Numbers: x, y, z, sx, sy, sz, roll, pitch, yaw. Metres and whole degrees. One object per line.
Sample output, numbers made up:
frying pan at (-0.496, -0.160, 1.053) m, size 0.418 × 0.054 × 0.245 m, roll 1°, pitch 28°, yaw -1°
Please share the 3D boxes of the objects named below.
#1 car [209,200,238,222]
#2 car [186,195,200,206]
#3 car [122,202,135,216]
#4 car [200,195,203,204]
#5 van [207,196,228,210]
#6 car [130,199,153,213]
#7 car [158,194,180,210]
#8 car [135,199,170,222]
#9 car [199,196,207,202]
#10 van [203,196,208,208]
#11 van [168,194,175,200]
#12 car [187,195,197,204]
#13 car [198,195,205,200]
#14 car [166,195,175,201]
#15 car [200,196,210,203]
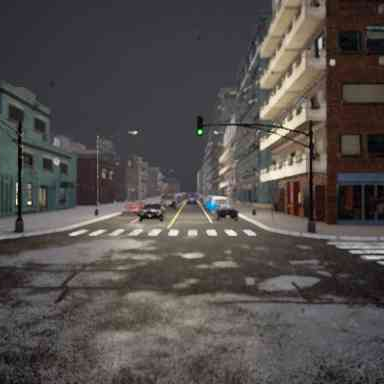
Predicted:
car at (2.695, 1.586, 26.904) m, size 2.008 × 1.369 × 4.403 m, roll 1°, pitch 0°, yaw 0°
car at (-0.015, 1.623, 56.770) m, size 1.994 × 1.385 × 4.181 m, roll 0°, pitch 0°, yaw 0°
car at (-5.688, 1.623, 32.446) m, size 1.802 × 1.307 × 4.206 m, roll 1°, pitch 0°, yaw 0°
car at (2.688, 1.584, 54.977) m, size 1.752 × 1.417 × 4.829 m, roll 1°, pitch 0°, yaw 0°
van at (2.696, 1.382, 32.484) m, size 1.690 × 1.788 × 3.998 m, roll 1°, pitch 0°, yaw 0°
car at (-5.688, 1.591, 38.027) m, size 1.887 × 1.381 × 4.507 m, roll 1°, pitch 0°, yaw 0°
car at (-3.080, 1.273, 43.299) m, size 2.150 × 2.045 × 5.566 m, roll 0°, pitch 0°, yaw 0°
car at (-3.100, 1.540, 26.810) m, size 1.837 × 1.490 × 4.892 m, roll 0°, pitch 0°, yaw 0°
car at (2.681, 1.607, 82.712) m, size 1.887 × 1.381 × 4.507 m, roll 1°, pitch 0°, yaw 0°
van at (2.694, 1.392, 43.646) m, size 1.690 × 1.788 × 3.998 m, roll 1°, pitch 0°, yaw 0°
van at (-5.698, 1.402, 93.829) m, size 1.690 × 1.788 × 3.998 m, roll 1°, pitch 0°, yaw 0°
car at (-0.019, 1.431, 66.781) m, size 2.097 × 1.767 × 4.553 m, roll 0°, pitch 0°, yaw 0°
car at (2.678, 1.611, 93.873) m, size 2.008 × 1.369 × 4.403 m, roll 1°, pitch 0°, yaw 0°
car at (-5.701, 1.628, 88.248) m, size 1.947 × 1.339 × 4.313 m, roll 1°, pitch 0°, yaw 0°
car at (2.684, 1.629, 71.550) m, size 1.947 × 1.339 × 4.313 m, roll 1°, pitch 0°, yaw 0°
